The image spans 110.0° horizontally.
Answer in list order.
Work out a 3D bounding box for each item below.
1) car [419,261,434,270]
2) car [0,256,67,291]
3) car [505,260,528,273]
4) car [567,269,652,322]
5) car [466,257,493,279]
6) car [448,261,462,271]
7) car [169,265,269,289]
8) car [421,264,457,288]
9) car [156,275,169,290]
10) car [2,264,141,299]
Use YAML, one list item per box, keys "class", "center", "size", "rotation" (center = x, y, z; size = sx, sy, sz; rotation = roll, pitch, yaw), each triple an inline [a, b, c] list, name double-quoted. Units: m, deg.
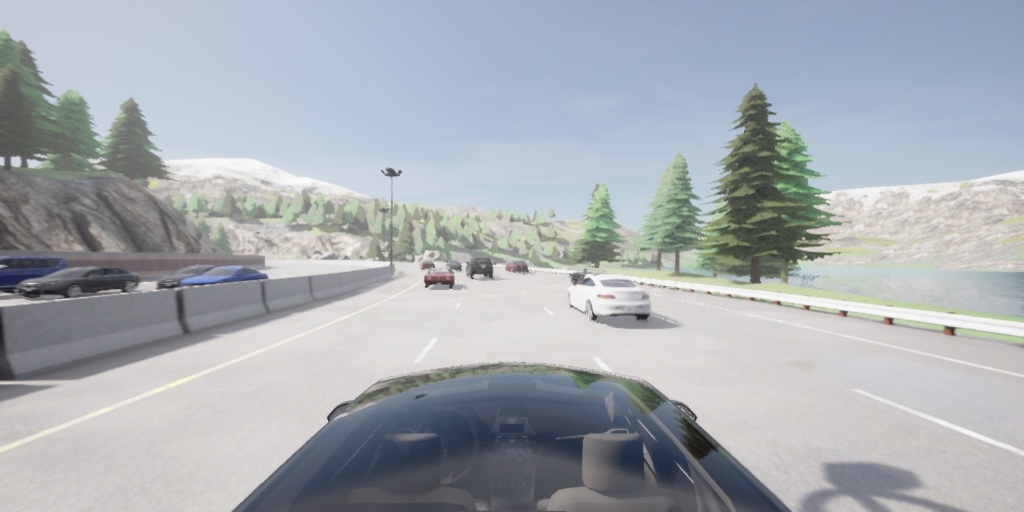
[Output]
- class: "car"
  center: [-13.725, 1.527, 57.817]
  size: [1.882, 1.535, 5.008]
  rotation: [1, -1, -22]
- class: "car"
  center: [-25.561, 1.009, 17.825]
  size: [2.150, 2.045, 5.566]
  rotation: [0, -1, -7]
- class: "car"
  center: [0.582, 1.380, 48.348]
  size: [2.097, 1.767, 4.553]
  rotation: [0, 0, -17]
- class: "car"
  center: [3.225, 1.347, 12.560]
  size: [1.812, 1.442, 4.674]
  rotation: [0, 0, -4]
- class: "car"
  center: [-3.299, 1.163, 35.739]
  size: [2.150, 2.045, 5.566]
  rotation: [1, -1, -14]
- class: "car"
  center: [-9.019, 1.535, 55.146]
  size: [2.128, 1.511, 4.902]
  rotation: [0, -1, -20]
- class: "car"
  center: [-15.185, 1.295, 19.248]
  size: [1.882, 1.535, 5.008]
  rotation: [0, 0, -7]
- class: "car"
  center: [-5.044, 1.478, 25.230]
  size: [1.895, 1.301, 4.718]
  rotation: [0, 0, -9]
- class: "car"
  center: [-19.038, 1.329, 21.895]
  size: [1.837, 1.490, 4.892]
  rotation: [0, 0, -8]
- class: "car"
  center: [-22.154, 1.303, 18.630]
  size: [1.837, 1.490, 4.892]
  rotation: [0, 0, -7]
